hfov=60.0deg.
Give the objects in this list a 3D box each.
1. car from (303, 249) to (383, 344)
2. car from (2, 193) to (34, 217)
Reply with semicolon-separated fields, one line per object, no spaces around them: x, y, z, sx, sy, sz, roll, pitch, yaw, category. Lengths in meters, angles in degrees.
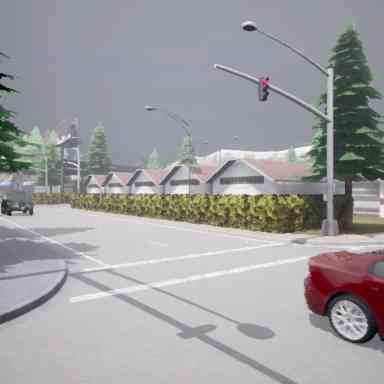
3.937;1.534;4.364;1.882;1.535;5.008;0;1;-37;car
-17.185;1.113;32.720;2.150;2.045;5.566;0;0;-37;car
